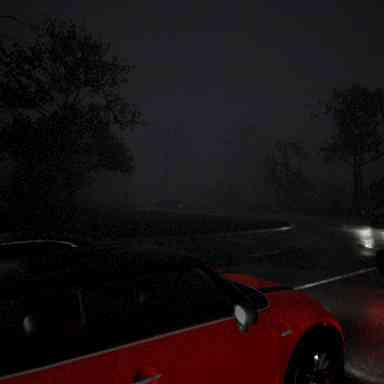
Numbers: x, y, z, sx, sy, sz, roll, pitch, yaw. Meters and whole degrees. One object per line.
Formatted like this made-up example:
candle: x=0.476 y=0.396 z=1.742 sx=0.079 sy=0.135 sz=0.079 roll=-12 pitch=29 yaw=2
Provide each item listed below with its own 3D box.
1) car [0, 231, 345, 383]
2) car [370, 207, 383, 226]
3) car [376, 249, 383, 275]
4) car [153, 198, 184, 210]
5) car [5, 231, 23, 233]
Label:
car: x=-0.453 y=1.352 z=3.397 sx=4.553 sy=1.767 sz=2.097 roll=0 pitch=0 yaw=-35
car: x=13.818 y=1.473 z=22.200 sx=5.008 sy=1.535 sz=1.882 roll=0 pitch=0 yaw=-35
car: x=6.751 y=1.599 z=8.528 sx=4.718 sy=1.301 sz=1.895 roll=0 pitch=0 yaw=-36
car: x=-3.193 y=1.561 z=43.773 sx=4.892 sy=1.490 sz=1.837 roll=-1 pitch=0 yaw=44
car: x=-3.468 y=1.505 z=5.803 sx=4.892 sy=1.490 sz=1.837 roll=0 pitch=0 yaw=-35
